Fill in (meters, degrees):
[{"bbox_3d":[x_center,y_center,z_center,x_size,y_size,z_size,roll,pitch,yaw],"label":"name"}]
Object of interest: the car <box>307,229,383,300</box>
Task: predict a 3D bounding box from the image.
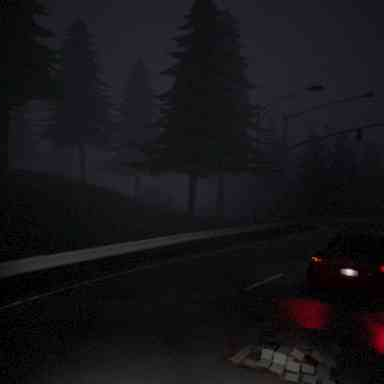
[{"bbox_3d":[4.481,1.659,8.522,1.994,1.385,4.181,0,0,37],"label":"car"}]
